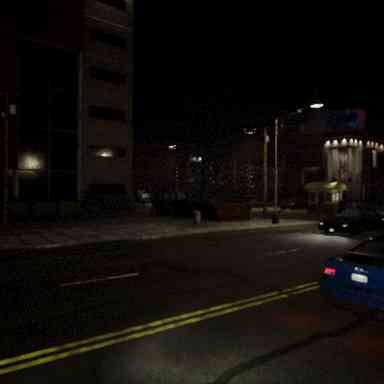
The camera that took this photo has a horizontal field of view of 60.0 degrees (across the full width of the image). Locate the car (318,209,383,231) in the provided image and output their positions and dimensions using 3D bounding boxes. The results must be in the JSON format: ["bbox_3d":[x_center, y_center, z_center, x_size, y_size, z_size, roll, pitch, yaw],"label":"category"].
[{"bbox_3d":[9.724,1.694,19.586,5.357,1.411,2.033,1,0,-36],"label":"car"}]

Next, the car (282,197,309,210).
[{"bbox_3d":[14.346,1.545,45.547,4.553,1.767,2.185,1,0,-36],"label":"car"}]

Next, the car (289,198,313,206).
[{"bbox_3d":[21.207,1.838,64.624,4.674,1.452,2.002,1,0,-36],"label":"car"}]

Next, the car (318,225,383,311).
[{"bbox_3d":[5.054,1.611,7.417,5.357,1.411,2.033,1,0,-35],"label":"car"}]

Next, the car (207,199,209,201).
[{"bbox_3d":[3.572,1.864,60.092,4.718,1.301,1.895,1,0,-36],"label":"car"}]

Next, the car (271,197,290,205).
[{"bbox_3d":[18.290,1.871,68.618,3.806,1.475,1.970,1,0,-36],"label":"car"}]
